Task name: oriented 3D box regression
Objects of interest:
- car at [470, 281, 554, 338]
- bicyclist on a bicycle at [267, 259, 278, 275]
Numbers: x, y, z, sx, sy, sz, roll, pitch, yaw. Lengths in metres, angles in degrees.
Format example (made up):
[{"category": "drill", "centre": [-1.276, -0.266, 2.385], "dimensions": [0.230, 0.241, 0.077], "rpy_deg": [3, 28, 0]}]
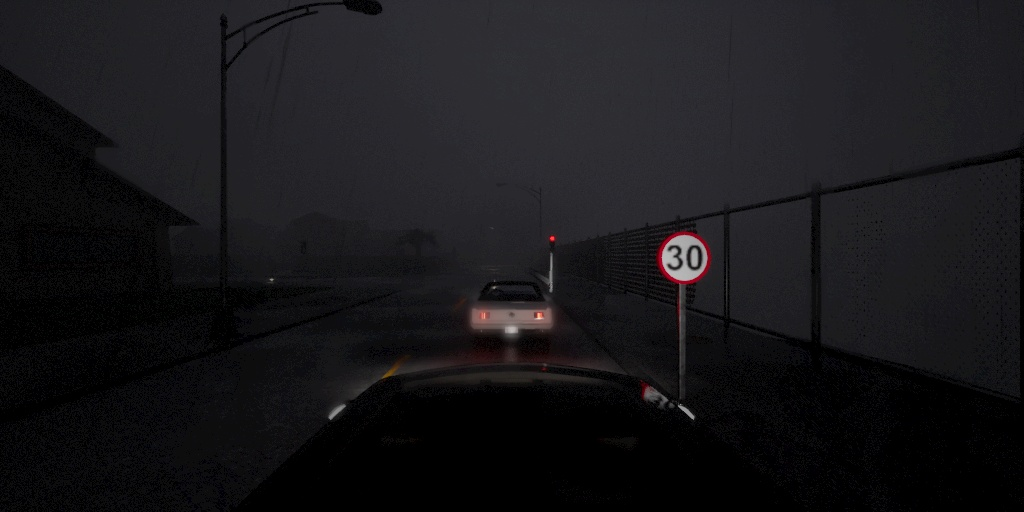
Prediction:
[{"category": "car", "centre": [-0.002, 1.351, 10.163], "dimensions": [1.895, 1.301, 4.718], "rpy_deg": [0, 0, 0]}, {"category": "bicyclist on a bicycle", "centre": [-24.324, 1.098, 36.471], "dimensions": [0.582, 1.620, 1.656], "rpy_deg": [0, 0, 0]}]
